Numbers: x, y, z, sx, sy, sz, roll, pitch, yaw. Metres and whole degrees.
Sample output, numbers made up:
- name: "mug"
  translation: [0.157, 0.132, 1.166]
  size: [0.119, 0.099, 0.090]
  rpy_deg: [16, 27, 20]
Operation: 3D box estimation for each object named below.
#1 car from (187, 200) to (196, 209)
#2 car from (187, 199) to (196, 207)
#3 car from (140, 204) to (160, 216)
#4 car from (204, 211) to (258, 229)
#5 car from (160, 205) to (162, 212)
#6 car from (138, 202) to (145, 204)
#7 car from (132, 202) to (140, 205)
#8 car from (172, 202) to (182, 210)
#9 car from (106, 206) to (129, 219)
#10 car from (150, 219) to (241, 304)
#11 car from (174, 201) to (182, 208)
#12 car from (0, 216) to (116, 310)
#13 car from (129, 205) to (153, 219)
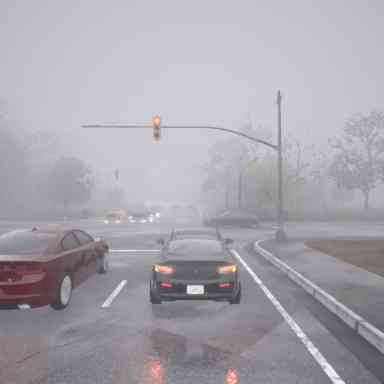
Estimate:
- name: "car"
  translation: [-0.103, 3.294, 77.203]
  size: [1.994, 1.385, 4.181]
  rpy_deg: [0, 0, 0]
- name: "car"
  translation: [-0.208, 2.882, 86.937]
  size: [2.097, 1.767, 4.553]
  rpy_deg: [0, 0, -3]
- name: "car"
  translation: [-7.160, 3.248, 56.573]
  size: [2.128, 1.511, 4.902]
  rpy_deg: [0, -1, 0]
- name: "car"
  translation: [3.165, 2.290, 27.583]
  size: [4.674, 1.442, 1.812]
  rpy_deg: [1, -3, -13]
- name: "car"
  translation: [-7.110, 3.301, 66.630]
  size: [2.128, 1.511, 4.902]
  rpy_deg: [0, 0, 0]
- name: "car"
  translation: [-10.610, 3.031, 66.488]
  size: [2.150, 2.045, 5.566]
  rpy_deg: [0, 0, 0]
- name: "car"
  translation: [-10.658, 3.098, 55.828]
  size: [2.097, 1.767, 4.553]
  rpy_deg: [0, -1, 0]
- name: "car"
  translation: [-3.602, 3.346, 76.903]
  size: [1.895, 1.301, 4.718]
  rpy_deg: [0, 0, 0]
- name: "car"
  translation: [-10.660, 3.026, 46.969]
  size: [1.882, 1.535, 5.008]
  rpy_deg: [0, -2, 0]
- name: "car"
  translation: [0.070, 1.605, 8.191]
  size: [1.812, 1.442, 4.674]
  rpy_deg: [0, -1, 0]
- name: "car"
  translation: [-3.717, 3.215, 86.815]
  size: [1.812, 1.442, 4.674]
  rpy_deg: [0, 0, -3]
- name: "car"
  translation: [-3.428, 1.555, 8.048]
  size: [1.882, 1.535, 5.008]
  rpy_deg: [0, -1, 0]
- name: "car"
  translation: [-7.149, 3.029, 47.103]
  size: [1.882, 1.535, 5.008]
  rpy_deg: [0, -2, 1]
